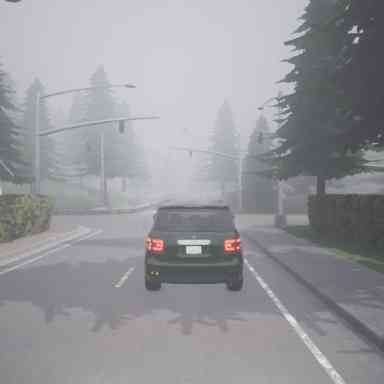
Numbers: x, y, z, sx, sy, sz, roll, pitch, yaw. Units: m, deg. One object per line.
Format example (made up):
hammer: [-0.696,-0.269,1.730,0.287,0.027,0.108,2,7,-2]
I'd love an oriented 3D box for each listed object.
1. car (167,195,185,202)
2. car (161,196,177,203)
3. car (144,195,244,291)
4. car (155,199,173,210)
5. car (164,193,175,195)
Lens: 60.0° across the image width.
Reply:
car: [-3.628,1.524,74.105,1.812,1.442,4.674,0,0,-35]
car: [-4.883,1.504,69.143,1.837,1.490,4.892,0,0,-24]
car: [0.052,1.221,9.156,2.150,2.045,5.566,0,0,0]
car: [-3.649,1.601,43.987,1.895,1.301,4.718,0,0,0]
car: [-3.652,1.221,54.352,2.150,2.045,5.566,0,0,-1]
